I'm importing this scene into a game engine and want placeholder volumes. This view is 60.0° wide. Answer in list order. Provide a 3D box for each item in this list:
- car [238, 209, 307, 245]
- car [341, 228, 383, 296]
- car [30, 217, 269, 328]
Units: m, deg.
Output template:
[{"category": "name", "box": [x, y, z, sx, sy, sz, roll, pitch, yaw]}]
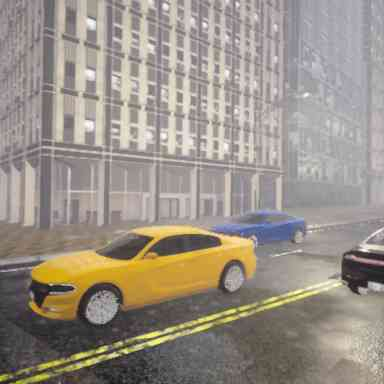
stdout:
[{"category": "car", "box": [2.928, 1.535, 14.252, 5.008, 1.535, 1.882, 0, 0, -39]}, {"category": "car", "box": [5.285, 1.522, 7.570, 4.902, 1.511, 2.128, 0, 0, -38]}, {"category": "car", "box": [-0.771, 1.511, 7.256, 5.008, 1.535, 1.882, 0, 0, -37]}]
